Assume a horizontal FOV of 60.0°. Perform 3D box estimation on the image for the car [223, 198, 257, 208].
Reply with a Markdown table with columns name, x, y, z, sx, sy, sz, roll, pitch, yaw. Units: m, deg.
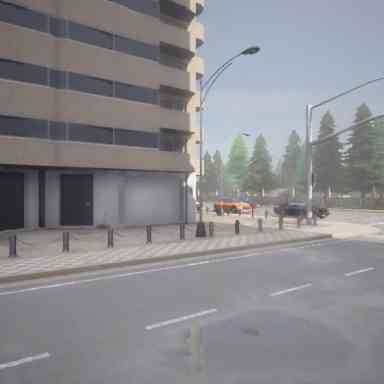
| name | x | y | z | sx | sy | sz | roll | pitch | yaw |
| --- | --- | --- | --- | --- | --- | --- | --- | --- | --- |
| car | 7.321 | 1.603 | 50.942 | 2.033 | 1.411 | 5.357 | 0 | 0 | -36 |

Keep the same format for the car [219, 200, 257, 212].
| name | x | y | z | sx | sy | sz | roll | pitch | yaw |
| --- | --- | --- | --- | --- | --- | --- | --- | --- | --- |
| car | 5.609 | 1.656 | 41.020 | 1.895 | 1.301 | 4.718 | 0 | 0 | -36 |

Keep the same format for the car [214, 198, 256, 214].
| name | x | y | z | sx | sy | sz | roll | pitch | yaw |
| --- | --- | --- | --- | --- | --- | --- | --- | --- | --- |
| car | 4.434 | 1.407 | 36.670 | 2.097 | 1.767 | 4.553 | 0 | 0 | -36 |

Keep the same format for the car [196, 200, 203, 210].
| name | x | y | z | sx | sy | sz | roll | pitch | yaw |
| --- | --- | --- | --- | --- | --- | --- | --- | --- | --- |
| car | -0.920 | 1.533 | 44.103 | 1.882 | 1.535 | 5.008 | 0 | 0 | -36 |

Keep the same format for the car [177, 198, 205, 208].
| name | x | y | z | sx | sy | sz | roll | pitch | yaw |
| --- | --- | --- | --- | --- | --- | --- | --- | --- | --- |
| car | -0.193 | 1.619 | 49.083 | 1.994 | 1.385 | 4.181 | 0 | 0 | -36 |

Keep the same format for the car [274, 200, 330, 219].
| name | x | y | z | sx | sy | sz | roll | pitch | yaw |
| --- | --- | --- | --- | --- | --- | --- | --- | --- | --- |
| car | 9.650 | 1.656 | 29.438 | 1.895 | 1.301 | 4.718 | 0 | 0 | -36 |

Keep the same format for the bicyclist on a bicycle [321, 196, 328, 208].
| name | x | y | z | sx | sy | sz | roll | pitch | yaw |
| --- | --- | --- | --- | --- | --- | --- | --- | --- | --- |
| bicyclist on a bicycle | 17.369 | 1.356 | 43.492 | 1.656 | 1.620 | 0.582 | 0 | 0 | -36 |

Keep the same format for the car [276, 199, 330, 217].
| name | x | y | z | sx | sy | sz | roll | pitch | yaw |
| --- | --- | --- | --- | --- | --- | --- | --- | --- | --- |
| car | 11.075 | 1.533 | 33.444 | 1.882 | 1.535 | 5.008 | 0 | 0 | -36 |
